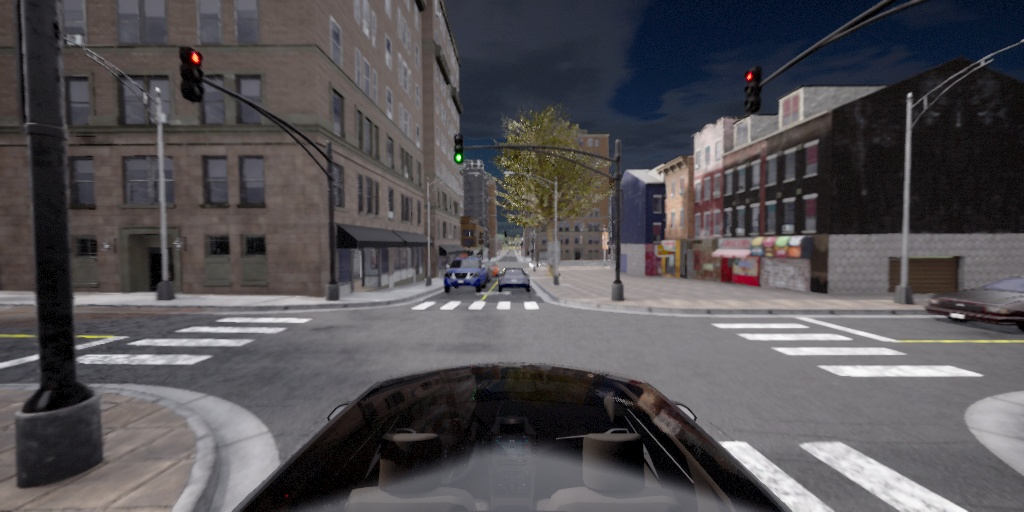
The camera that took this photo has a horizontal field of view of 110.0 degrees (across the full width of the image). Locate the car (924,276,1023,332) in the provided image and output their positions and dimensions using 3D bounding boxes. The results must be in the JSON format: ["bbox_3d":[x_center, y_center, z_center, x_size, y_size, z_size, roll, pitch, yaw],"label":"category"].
[{"bbox_3d":[14.914,1.263,9.865,5.357,1.411,2.033,0,2,0],"label":"car"}]

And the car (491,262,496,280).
[{"bbox_3d":[-2.755,1.548,32.297,1.837,1.490,4.892,0,-1,0],"label":"car"}]

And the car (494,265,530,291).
[{"bbox_3d":[0.134,1.452,23.034,1.994,1.385,4.181,0,-1,0],"label":"car"}]

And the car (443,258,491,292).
[{"bbox_3d":[-2.821,1.119,22.711,2.150,2.045,5.566,0,-1,1],"label":"car"}]
